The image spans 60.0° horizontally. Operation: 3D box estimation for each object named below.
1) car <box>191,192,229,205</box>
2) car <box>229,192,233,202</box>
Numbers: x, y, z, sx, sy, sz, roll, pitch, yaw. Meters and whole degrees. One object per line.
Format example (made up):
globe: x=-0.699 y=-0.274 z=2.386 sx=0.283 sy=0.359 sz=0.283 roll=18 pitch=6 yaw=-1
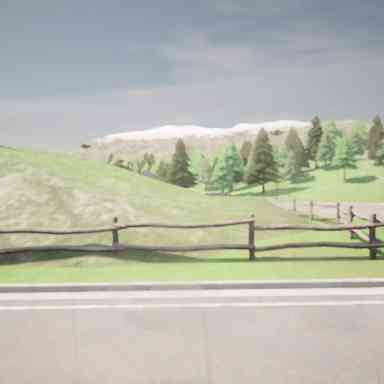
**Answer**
car: x=2.722 y=0.889 z=50.679 sx=4.553 sy=1.767 sz=2.097 roll=0 pitch=1 yaw=36
car: x=3.946 y=1.056 z=54.312 sx=4.181 sy=1.385 sz=1.994 roll=0 pitch=1 yaw=35
